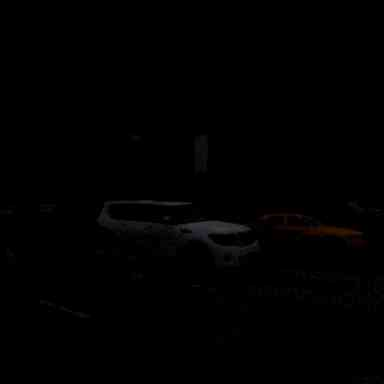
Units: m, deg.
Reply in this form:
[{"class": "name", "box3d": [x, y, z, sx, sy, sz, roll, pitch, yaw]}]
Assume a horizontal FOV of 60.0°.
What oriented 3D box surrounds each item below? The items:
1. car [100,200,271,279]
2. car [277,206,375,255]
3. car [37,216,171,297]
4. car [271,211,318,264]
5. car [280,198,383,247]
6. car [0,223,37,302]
[{"class": "car", "box3d": [-0.699, 1.262, 10.475, 5.566, 2.045, 2.435, -1, -1, 35]}, {"class": "car", "box3d": [4.351, 1.543, 13.824, 5.366, 1.575, 1.946, -1, -1, 35]}, {"class": "car", "box3d": [-3.157, 1.528, 8.751, 4.792, 1.488, 2.163, -1, -1, 35]}, {"class": "car", "box3d": [1.762, 1.560, 12.190, 4.792, 1.488, 2.163, -1, -1, 35]}, {"class": "car", "box3d": [6.681, 1.315, 15.655, 5.566, 2.045, 2.435, -1, -2, 35]}, {"class": "car", "box3d": [-5.622, 1.357, 7.018, 4.553, 1.767, 2.185, -1, -1, 35]}]
